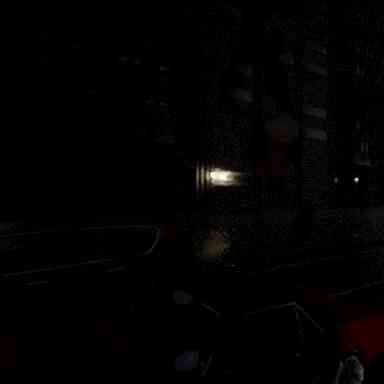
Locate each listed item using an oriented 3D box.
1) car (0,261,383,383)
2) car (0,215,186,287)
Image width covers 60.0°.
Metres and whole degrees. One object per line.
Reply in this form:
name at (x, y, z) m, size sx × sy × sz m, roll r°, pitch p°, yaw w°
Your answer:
car at (0.002, 1.613, 3.381) m, size 4.718 × 1.301 × 1.895 m, roll 0°, pitch 0°, yaw -35°
car at (-2.376, 1.320, 4.961) m, size 5.009 × 1.841 × 2.192 m, roll 0°, pitch 0°, yaw -35°
